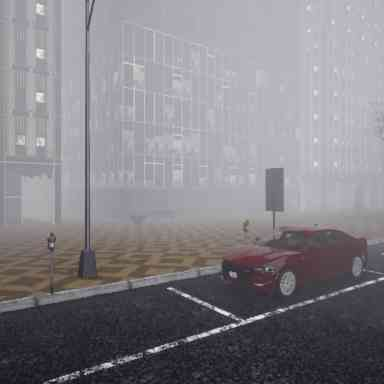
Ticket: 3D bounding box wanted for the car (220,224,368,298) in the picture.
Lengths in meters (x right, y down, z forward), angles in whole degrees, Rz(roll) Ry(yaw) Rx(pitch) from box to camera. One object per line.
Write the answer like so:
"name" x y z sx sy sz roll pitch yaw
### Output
"car" 2.719 1.545 8.501 4.507 1.381 1.887 0 0 -36
